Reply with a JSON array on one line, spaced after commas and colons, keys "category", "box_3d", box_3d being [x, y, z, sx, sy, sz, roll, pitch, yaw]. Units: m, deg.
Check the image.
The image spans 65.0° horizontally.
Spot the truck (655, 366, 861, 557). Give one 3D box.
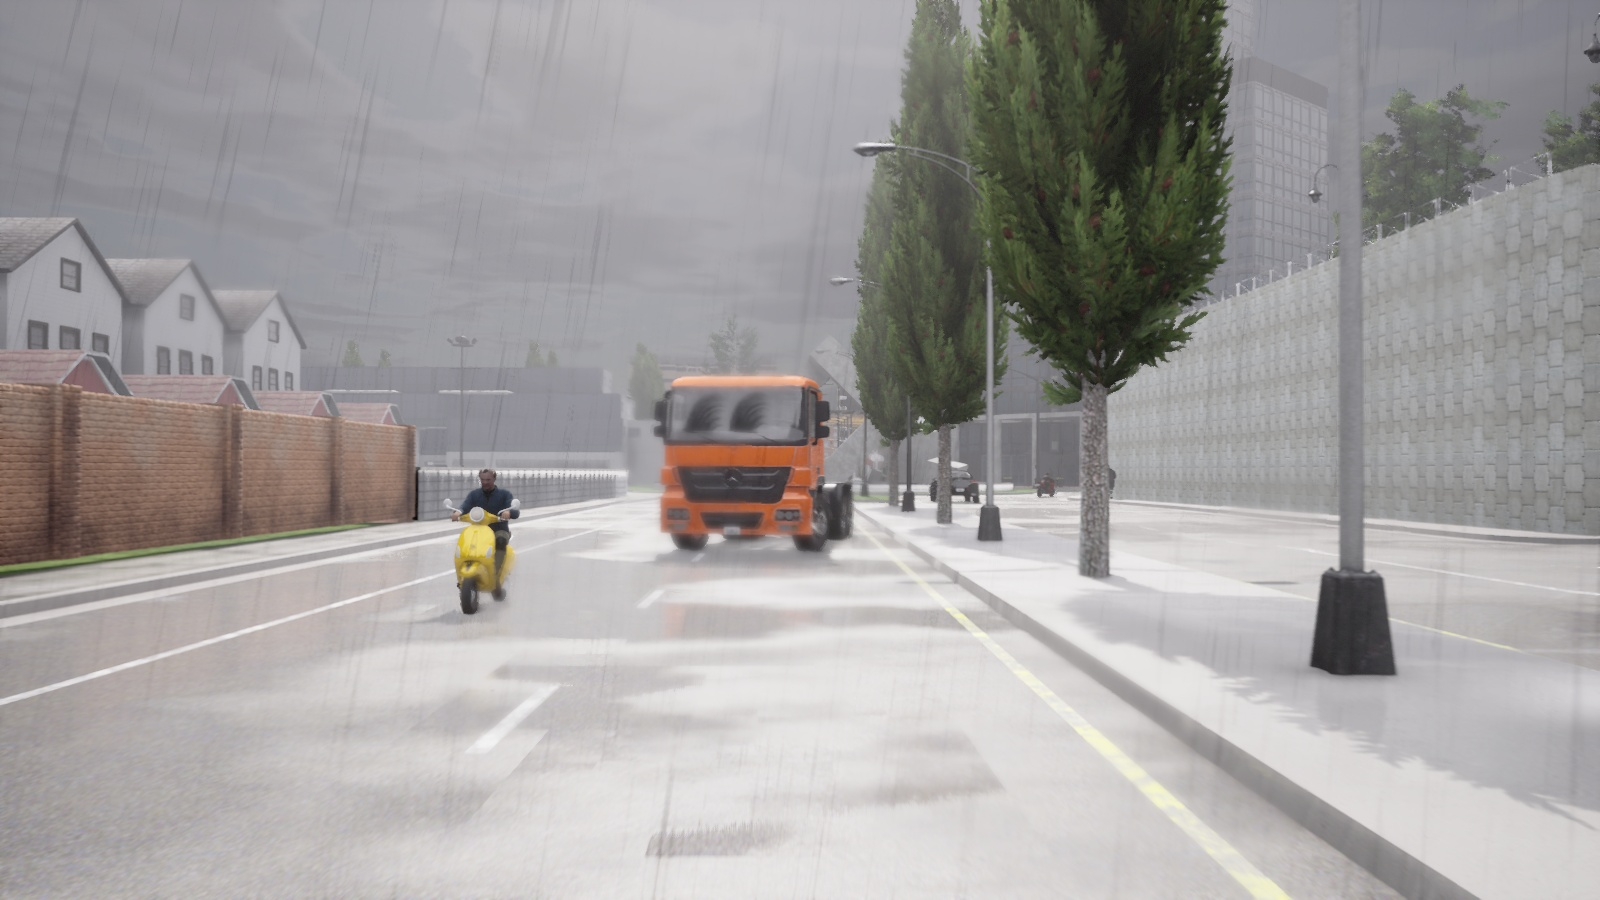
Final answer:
[{"category": "truck", "box_3d": [-0.595, 0.287, 26.846, 2.891, 3.462, 7.936, 0, -1, 10]}]

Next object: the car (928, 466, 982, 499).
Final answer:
[{"category": "car", "box_3d": [7.886, 1.639, 64.365, 2.152, 1.651, 5.027, 0, -1, 0]}]

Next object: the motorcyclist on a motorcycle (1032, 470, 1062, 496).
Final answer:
[{"category": "motorcyclist on a motorcycle", "box_3d": [15.301, 2.037, 77.762, 0.797, 1.523, 2.044, 0, -1, 43]}]

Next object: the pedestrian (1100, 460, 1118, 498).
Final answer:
[{"category": "pedestrian", "box_3d": [16.047, 1.499, 65.306, 0.659, 1.952, 0.873, 0, -1, -3]}]

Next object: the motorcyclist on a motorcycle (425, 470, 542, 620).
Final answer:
[{"category": "motorcyclist on a motorcycle", "box_3d": [-3.535, 1.020, 14.197, 0.866, 1.590, 1.817, 0, -1, 0]}]
